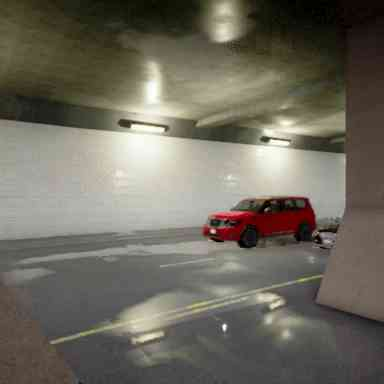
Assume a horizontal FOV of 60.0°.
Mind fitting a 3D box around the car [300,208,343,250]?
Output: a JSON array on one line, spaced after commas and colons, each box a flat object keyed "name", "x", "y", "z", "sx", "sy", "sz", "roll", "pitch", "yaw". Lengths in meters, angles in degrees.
[{"name": "car", "x": 6.852, "y": 1.487, "z": 13.036, "sx": 4.902, "sy": 1.511, "sz": 2.128, "roll": 0, "pitch": 0, "yaw": -32}]

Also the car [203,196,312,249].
[{"name": "car", "x": 3.165, "y": 1.218, "z": 14.829, "sx": 5.566, "sy": 2.045, "sz": 2.150, "roll": 0, "pitch": 0, "yaw": -33}]
